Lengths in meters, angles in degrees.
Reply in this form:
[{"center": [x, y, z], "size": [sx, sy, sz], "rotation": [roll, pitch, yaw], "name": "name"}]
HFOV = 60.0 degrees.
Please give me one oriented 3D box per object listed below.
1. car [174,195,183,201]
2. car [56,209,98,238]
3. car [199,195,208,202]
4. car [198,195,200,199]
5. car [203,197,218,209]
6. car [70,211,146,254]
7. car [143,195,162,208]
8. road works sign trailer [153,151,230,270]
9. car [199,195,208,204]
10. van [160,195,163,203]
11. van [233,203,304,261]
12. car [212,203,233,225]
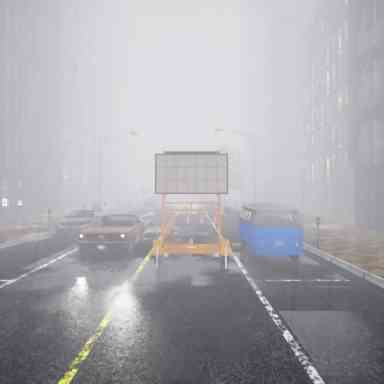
[{"center": [-3.097, 1.489, 78.728], "size": [2.033, 1.411, 5.357], "rotation": [0, 0, 0], "name": "car"}, {"center": [-5.713, 1.579, 17.700], "size": [1.802, 1.307, 4.206], "rotation": [0, 0, 0], "name": "car"}, {"center": [2.599, 1.389, 74.631], "size": [1.967, 1.590, 4.097], "rotation": [0, 0, 0], "name": "car"}, {"center": [2.620, 1.528, 57.554], "size": [2.008, 1.369, 4.403], "rotation": [0, 0, 0], "name": "car"}, {"center": [2.640, 1.574, 40.477], "size": [1.802, 1.307, 4.206], "rotation": [0, 0, 0], "name": "car"}, {"center": [-3.117, 1.598, 13.656], "size": [1.895, 1.301, 4.718], "rotation": [0, 0, 0], "name": "car"}, {"center": [-5.747, 1.540, 46.163], "size": [2.008, 1.369, 4.403], "rotation": [0, 0, 0], "name": "car"}, {"center": [-0.014, 0.462, 11.031], "size": [2.380, 3.560, 2.880], "rotation": [0, 0, 0], "name": "road works sign trailer"}, {"center": [2.627, 1.535, 51.862], "size": [2.008, 1.369, 4.403], "rotation": [0, 0, 0], "name": "car"}, {"center": [-5.761, 1.319, 57.548], "size": [1.690, 1.788, 3.998], "rotation": [0, 0, 0], "name": "van"}, {"center": [2.675, 1.339, 12.015], "size": [1.690, 1.788, 3.998], "rotation": [0, 0, 0], "name": "van"}, {"center": [2.661, 1.578, 23.399], "size": [1.802, 1.307, 4.206], "rotation": [0, 0, 0], "name": "car"}]
